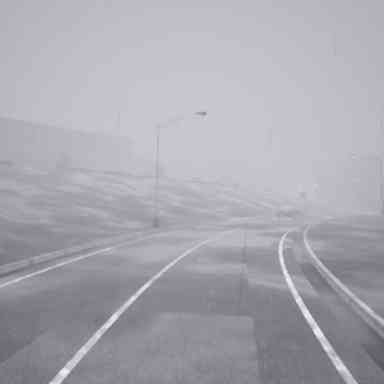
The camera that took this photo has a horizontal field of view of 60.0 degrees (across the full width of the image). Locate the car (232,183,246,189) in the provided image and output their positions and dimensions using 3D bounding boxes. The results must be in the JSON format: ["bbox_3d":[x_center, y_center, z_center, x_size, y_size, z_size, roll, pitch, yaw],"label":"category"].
[{"bbox_3d":[8.597,-1.032,69.984,2.002,1.452,4.674,-3,-6,42],"label":"car"}]

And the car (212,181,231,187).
[{"bbox_3d":[4.881,-1.363,65.916,2.163,1.488,4.792,-3,-6,43],"label":"car"}]

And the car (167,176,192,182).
[{"bbox_3d":[-2.946,-2.031,57.860,5.008,1.535,2.097,4,-6,-44],"label":"car"}]

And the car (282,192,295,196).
[{"bbox_3d":[25.888,0.866,91.540,2.002,1.452,4.674,-3,-6,36],"label":"car"}]

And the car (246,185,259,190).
[{"bbox_3d":[12.160,-0.749,74.060,2.231,1.521,4.892,-3,-5,41],"label":"car"}]

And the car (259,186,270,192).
[{"bbox_3d":[15.769,-0.517,78.385,2.185,1.767,4.553,-3,-6,40],"label":"car"}]

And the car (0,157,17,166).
[{"bbox_3d":[-23.309,-3.543,39.358,4.553,1.767,2.185,4,-5,-41],"label":"car"}]

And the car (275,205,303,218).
[{"bbox_3d":[11.540,2.273,39.252,1.812,1.442,4.674,-3,-4,41],"label":"car"}]

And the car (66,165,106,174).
[{"bbox_3d":[-15.129,-2.904,46.598,4.892,1.521,2.231,4,-5,-41],"label":"car"}]

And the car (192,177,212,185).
[{"bbox_3d":[0.945,-1.846,61.779,2.185,1.767,4.553,-4,-6,45],"label":"car"}]

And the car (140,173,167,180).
[{"bbox_3d":[-6.936,-2.298,54.014,4.674,1.452,2.002,4,-6,-43],"label":"car"}]

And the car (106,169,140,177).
[{"bbox_3d":[-11.008,-2.633,50.260,4.892,1.521,2.231,4,-5,-42],"label":"car"}]

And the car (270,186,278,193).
[{"bbox_3d":[19.282,-0.260,82.753,2.435,2.045,5.566,-3,-6,39],"label":"car"}]
